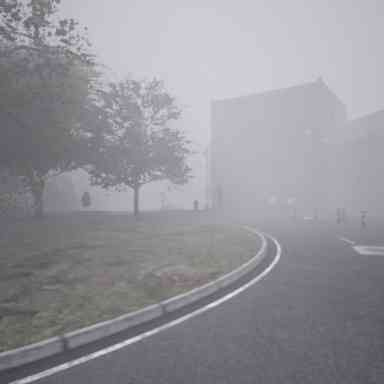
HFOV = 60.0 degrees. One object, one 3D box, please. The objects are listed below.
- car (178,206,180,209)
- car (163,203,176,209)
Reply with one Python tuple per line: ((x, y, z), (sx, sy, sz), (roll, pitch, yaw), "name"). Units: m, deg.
((-4.991, 4.611, 89.326), (2.002, 1.452, 4.674), (-1, -4, 0), "car")
((-4.933, 3.210, 67.332), (2.002, 1.452, 4.674), (1, -4, 0), "car")
